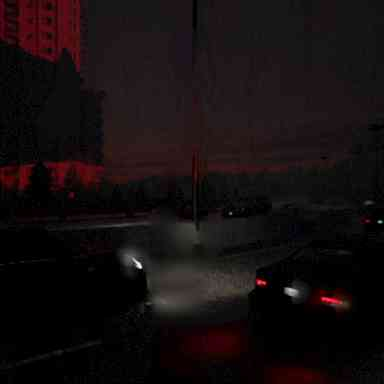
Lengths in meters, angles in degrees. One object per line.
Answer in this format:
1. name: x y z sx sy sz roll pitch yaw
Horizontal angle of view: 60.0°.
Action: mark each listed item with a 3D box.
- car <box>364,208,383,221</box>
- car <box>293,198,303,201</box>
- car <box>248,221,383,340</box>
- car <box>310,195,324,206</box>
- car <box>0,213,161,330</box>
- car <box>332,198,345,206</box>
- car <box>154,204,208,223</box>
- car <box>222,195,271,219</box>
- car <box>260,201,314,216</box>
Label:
1. car: 11.376 1.595 19.013 2.033 1.411 5.357 0 0 42
2. car: 19.878 1.827 62.576 2.128 1.511 4.902 0 0 17
3. car: 3.425 1.560 6.618 5.357 1.411 2.033 0 0 -40
4. car: 23.906 1.571 63.743 2.150 2.045 5.566 0 0 14
5. car: -3.099 1.367 5.985 4.553 1.767 2.097 0 0 -37
6. car: 26.680 1.828 60.866 1.812 1.442 4.674 0 0 17
7. car: -0.870 1.678 26.688 1.895 1.301 4.718 0 0 44
8. car: 4.763 1.305 27.658 2.150 2.045 5.566 0 0 41
9. car: 7.307 1.637 25.354 1.994 1.385 4.181 0 0 41
